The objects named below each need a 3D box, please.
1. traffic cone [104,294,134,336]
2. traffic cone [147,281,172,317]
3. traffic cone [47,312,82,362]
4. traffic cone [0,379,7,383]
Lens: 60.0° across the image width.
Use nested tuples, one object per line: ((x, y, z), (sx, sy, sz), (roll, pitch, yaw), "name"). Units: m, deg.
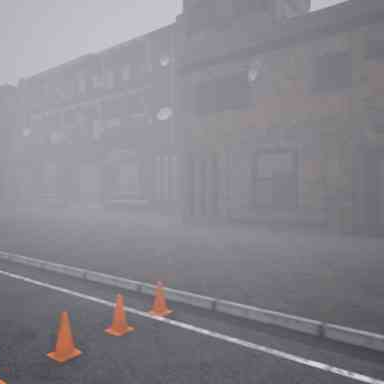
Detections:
((-1.192, 1.969, 5.442), (0.340, 0.580, 0.340), (0, 0, 36), "traffic cone")
((-0.608, 1.973, 6.254), (0.340, 0.580, 0.340), (0, 0, 36), "traffic cone")
((-1.775, 1.965, 4.630), (0.340, 0.580, 0.340), (0, 0, 36), "traffic cone")
((-2.359, 1.961, 3.818), (0.340, 0.580, 0.340), (0, 0, 36), "traffic cone")
